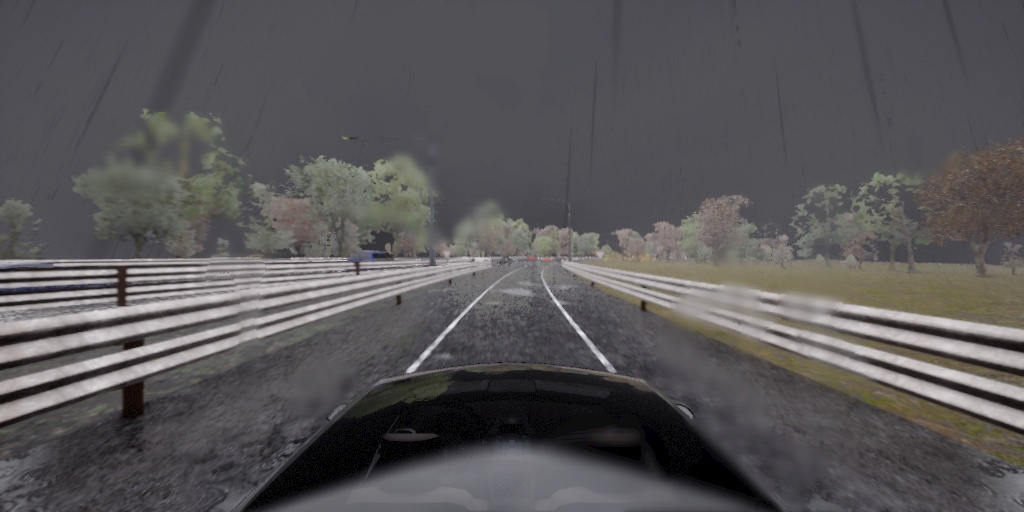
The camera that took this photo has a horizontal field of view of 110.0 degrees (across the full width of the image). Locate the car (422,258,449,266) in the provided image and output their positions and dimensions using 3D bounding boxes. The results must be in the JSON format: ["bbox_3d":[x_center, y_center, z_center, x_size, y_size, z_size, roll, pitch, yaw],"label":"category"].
[{"bbox_3d":[-10.390,1.025,49.576,1.895,1.301,4.718,0,0,13],"label":"car"}]

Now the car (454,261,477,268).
[{"bbox_3d":[-6.463,1.040,50.958,1.895,1.301,4.718,0,0,14],"label":"car"}]

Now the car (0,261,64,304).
[{"bbox_3d":[-18.362,0.904,11.494,1.812,1.442,4.674,0,0,10],"label":"car"}]

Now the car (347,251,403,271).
[{"bbox_3d":[-11.232,0.634,29.739,2.150,2.045,5.566,0,0,12],"label":"car"}]

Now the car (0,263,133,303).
[{"bbox_3d":[-14.871,0.919,11.125,1.812,1.442,4.674,0,0,10],"label":"car"}]
